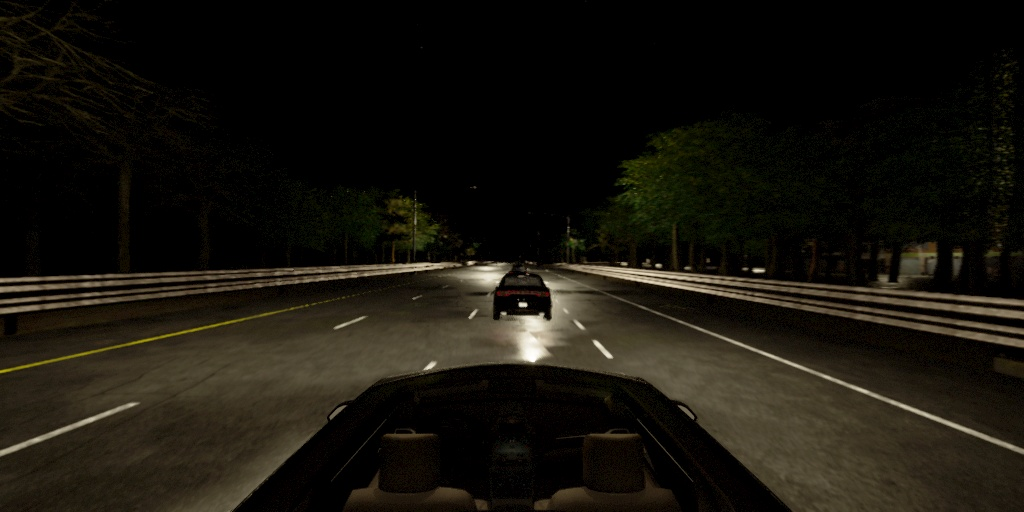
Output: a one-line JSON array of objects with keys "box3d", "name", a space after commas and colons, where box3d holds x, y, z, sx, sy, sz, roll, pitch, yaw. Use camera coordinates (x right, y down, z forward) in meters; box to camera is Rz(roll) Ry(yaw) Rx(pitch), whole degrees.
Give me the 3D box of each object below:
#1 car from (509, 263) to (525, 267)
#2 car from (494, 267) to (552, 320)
[{"box3d": [0.705, 1.668, 34.478, 1.994, 1.385, 4.181, 1, -1, 1], "name": "car"}, {"box3d": [0.375, 1.356, 13.360, 1.882, 1.535, 5.008, 1, -1, 1], "name": "car"}]
